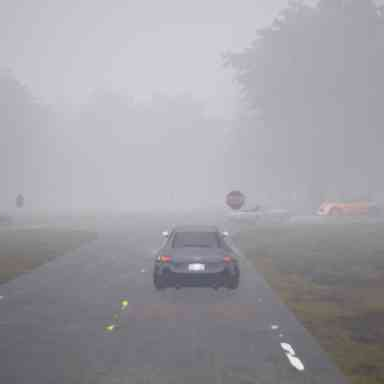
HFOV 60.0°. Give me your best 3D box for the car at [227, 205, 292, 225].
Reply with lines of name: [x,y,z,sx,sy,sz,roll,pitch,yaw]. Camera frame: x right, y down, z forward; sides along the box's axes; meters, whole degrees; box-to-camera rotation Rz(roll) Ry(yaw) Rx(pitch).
car: [4.870,1.554,23.525,4.718,1.301,1.895,-2,1,-33]

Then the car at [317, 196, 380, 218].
car: [12.737,1.118,27.247,4.553,1.767,2.097,-1,1,0]

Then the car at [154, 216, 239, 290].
car: [0.099,1.580,9.128,1.994,1.385,4.181,0,0,0]

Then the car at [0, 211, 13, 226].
car: [-15.709,1.707,24.327,4.553,1.767,2.097,-1,1,1]
